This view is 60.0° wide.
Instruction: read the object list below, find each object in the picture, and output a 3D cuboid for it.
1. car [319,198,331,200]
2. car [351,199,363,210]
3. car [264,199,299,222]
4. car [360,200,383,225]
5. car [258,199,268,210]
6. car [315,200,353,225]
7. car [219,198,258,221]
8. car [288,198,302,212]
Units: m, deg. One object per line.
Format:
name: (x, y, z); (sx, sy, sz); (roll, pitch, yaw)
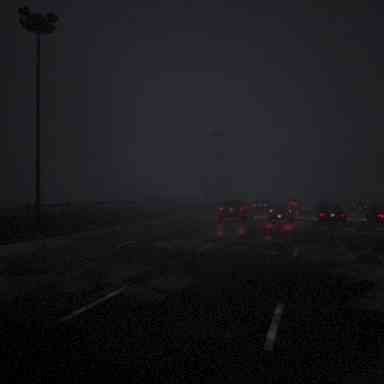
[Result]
car: (15.270, 1.518, 38.227); (1.837, 1.490, 4.892); (0, -1, 20)
car: (18.805, 1.552, 37.712); (1.812, 1.442, 4.674); (0, 0, 20)
car: (7.175, 1.527, 26.359); (1.812, 1.442, 4.674); (0, 0, 20)
car: (13.646, 1.569, 23.669); (2.033, 1.411, 5.357); (0, 0, 21)
car: (8.656, 1.543, 40.501); (2.033, 1.411, 5.357); (0, 0, 20)
car: (10.084, 1.558, 24.136); (2.033, 1.411, 5.357); (0, 0, 20)
car: (3.704, 1.343, 27.070); (2.097, 1.767, 4.553); (0, 0, 20)
car: (12.188, 1.496, 39.992); (2.128, 1.511, 4.902); (0, 0, 20)
